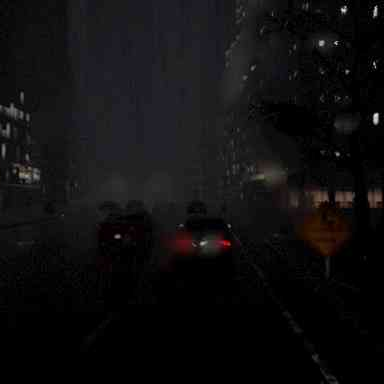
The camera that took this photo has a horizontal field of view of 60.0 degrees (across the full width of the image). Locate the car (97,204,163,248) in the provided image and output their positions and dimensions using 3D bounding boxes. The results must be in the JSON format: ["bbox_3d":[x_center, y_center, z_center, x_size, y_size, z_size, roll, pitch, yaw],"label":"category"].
[{"bbox_3d":[-2.688,1.507,14.881,1.882,1.535,5.008,0,0,2],"label":"car"}]

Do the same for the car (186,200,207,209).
[{"bbox_3d":[0.421,1.556,34.247,1.882,1.535,5.008,0,0,-2],"label":"car"}]

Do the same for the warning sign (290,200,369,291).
[{"bbox_3d":[3.007,1.129,7.452,1.300,1.860,1.060,-1,-1,2],"label":"warning sign"}]

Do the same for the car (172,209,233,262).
[{"bbox_3d":[0.473,1.571,12.236,2.033,1.411,5.357,0,0,2],"label":"car"}]

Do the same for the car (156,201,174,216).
[{"bbox_3d":[-2.803,1.635,33.465,1.994,1.385,4.181,0,0,-2],"label":"car"}]

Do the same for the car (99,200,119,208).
[{"bbox_3d":[-9.866,1.631,39.870,1.994,1.385,4.181,0,0,-4],"label":"car"}]

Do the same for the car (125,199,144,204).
[{"bbox_3d":[-6.481,1.563,38.044,2.128,1.511,4.902,0,0,-4],"label":"car"}]
